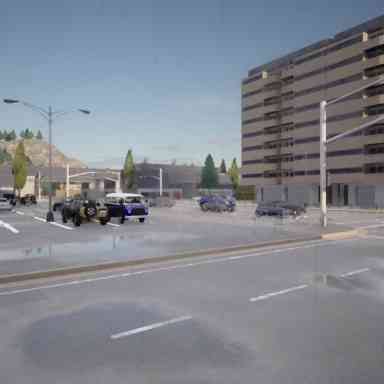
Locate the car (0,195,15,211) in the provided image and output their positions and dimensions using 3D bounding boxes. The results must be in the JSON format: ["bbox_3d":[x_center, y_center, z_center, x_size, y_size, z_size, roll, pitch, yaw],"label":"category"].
[{"bbox_3d":[-21.785,1.451,37.908,1.970,1.475,3.806,0,0,-35],"label":"car"}]

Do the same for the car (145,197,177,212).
[{"bbox_3d":[-4.470,1.618,47.413,1.994,1.385,4.181,0,0,-36],"label":"car"}]

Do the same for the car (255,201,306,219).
[{"bbox_3d":[7.722,1.619,30.253,1.994,1.385,4.181,0,0,-35],"label":"car"}]

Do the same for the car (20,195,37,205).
[{"bbox_3d":[-27.251,1.209,55.363,1.932,1.855,4.605,0,0,-35],"label":"car"}]

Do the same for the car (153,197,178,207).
[{"bbox_3d":[-4.286,1.561,53.225,1.837,1.490,4.892,0,0,-35],"label":"car"}]

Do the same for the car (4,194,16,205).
[{"bbox_3d":[-29.647,1.212,53.739,1.905,1.878,3.866,0,0,-35],"label":"car"}]

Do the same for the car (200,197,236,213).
[{"bbox_3d":[2.855,1.619,37.105,1.994,1.385,4.181,0,0,-35],"label":"car"}]

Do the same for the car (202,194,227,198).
[{"bbox_3d":[3.216,1.277,42.632,2.150,2.045,5.566,0,0,-35],"label":"car"}]
